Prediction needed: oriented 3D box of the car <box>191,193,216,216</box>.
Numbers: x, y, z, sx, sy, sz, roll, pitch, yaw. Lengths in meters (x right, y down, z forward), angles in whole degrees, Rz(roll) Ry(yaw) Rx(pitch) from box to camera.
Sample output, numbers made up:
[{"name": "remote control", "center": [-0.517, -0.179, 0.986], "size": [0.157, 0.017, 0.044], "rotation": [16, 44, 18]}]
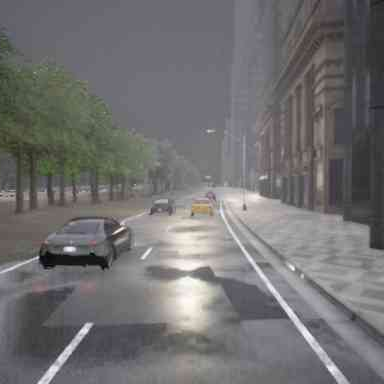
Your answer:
[{"name": "car", "center": [0.922, 1.170, 28.630], "size": [1.801, 1.575, 5.366], "rotation": [0, 1, 4]}]

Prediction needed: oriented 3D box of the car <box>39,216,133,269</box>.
[{"name": "car", "center": [-3.225, 1.484, 10.918], "size": [1.994, 1.385, 4.181], "rotation": [0, 1, 1]}]

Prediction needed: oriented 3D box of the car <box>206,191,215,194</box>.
[{"name": "car", "center": [3.126, 0.609, 57.237], "size": [2.033, 1.649, 4.856], "rotation": [0, 1, 5]}]

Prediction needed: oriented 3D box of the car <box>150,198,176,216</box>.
[{"name": "car", "center": [-2.467, 1.229, 29.136], "size": [1.812, 1.442, 4.674], "rotation": [0, 1, 3]}]
